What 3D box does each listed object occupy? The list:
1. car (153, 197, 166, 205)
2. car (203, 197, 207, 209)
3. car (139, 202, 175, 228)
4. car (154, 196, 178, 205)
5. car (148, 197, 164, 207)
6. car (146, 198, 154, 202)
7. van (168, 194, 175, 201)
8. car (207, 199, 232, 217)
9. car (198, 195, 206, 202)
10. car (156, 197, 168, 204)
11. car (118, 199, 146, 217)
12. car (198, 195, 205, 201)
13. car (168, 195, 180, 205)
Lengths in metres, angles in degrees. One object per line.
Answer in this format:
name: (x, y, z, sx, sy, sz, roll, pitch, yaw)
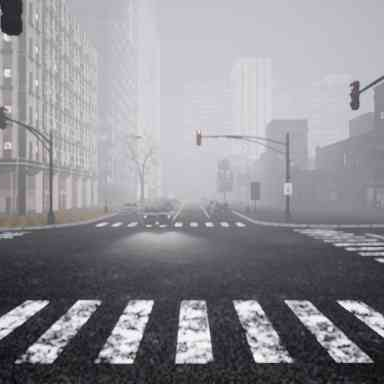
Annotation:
car: (-5.723, 1.595, 58.585, 1.947, 1.339, 4.313, 0, 0, 0)
car: (2.667, 1.598, 41.968, 1.802, 1.307, 4.206, 0, 0, 0)
car: (-2.474, 1.606, 22.616, 1.895, 1.301, 4.718, 0, 0, -9)
car: (-3.119, 1.579, 40.110, 1.994, 1.385, 4.181, 0, 0, 0)
car: (-5.719, 1.575, 53.044, 2.008, 1.369, 4.403, 0, 0, 0)
car: (-5.714, 1.542, 41.792, 1.752, 1.417, 4.829, 0, 0, 0)
van: (-5.743, 1.415, 91.831, 1.690, 1.788, 3.998, 0, 0, 0)
car: (2.674, 1.554, 30.885, 1.887, 1.381, 4.507, 0, 0, 0)
car: (2.648, 1.601, 75.212, 2.008, 1.369, 4.403, 0, 0, 0)
car: (-5.727, 1.601, 64.126, 1.947, 1.339, 4.313, 0, 0, 0)
car: (-5.707, 1.591, 30.881, 1.802, 1.307, 4.206, 0, 0, 0)
car: (2.638, 1.640, 91.835, 1.947, 1.339, 4.313, 0, 0, 0)
car: (-3.098, 1.592, 57.386, 1.994, 1.385, 4.181, 0, 0, 0)
